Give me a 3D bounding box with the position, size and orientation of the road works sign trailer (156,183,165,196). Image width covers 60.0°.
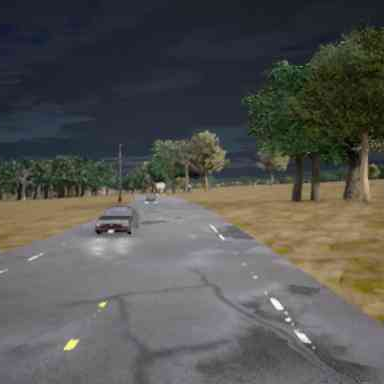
[{"bbox_3d":[-8.426,-0.634,89.631,2.380,3.560,2.880,0,1,-11],"label":"road works sign trailer"}]

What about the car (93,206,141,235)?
[{"bbox_3d":[-4.009,1.500,18.727,2.033,1.411,5.357,0,0,-2],"label":"car"}]

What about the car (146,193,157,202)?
[{"bbox_3d":[-7.273,0.970,59.138,1.837,1.490,4.892,0,1,-6],"label":"car"}]
